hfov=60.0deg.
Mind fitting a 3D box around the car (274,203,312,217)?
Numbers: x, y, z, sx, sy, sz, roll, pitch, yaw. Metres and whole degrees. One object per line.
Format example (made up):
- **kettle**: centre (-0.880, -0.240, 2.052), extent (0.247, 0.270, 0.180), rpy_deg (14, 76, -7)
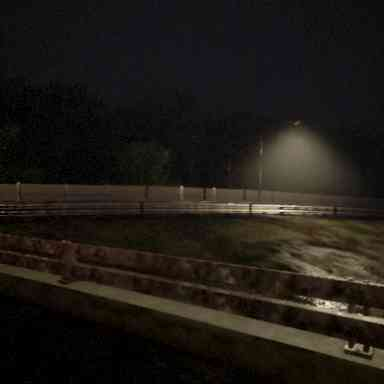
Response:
- **car**: centre (12.030, 2.108, 39.658), extent (4.892, 1.490, 1.837), rpy_deg (3, -1, -22)
